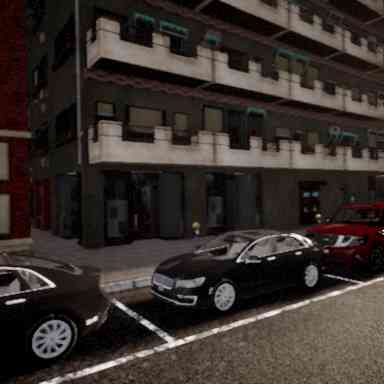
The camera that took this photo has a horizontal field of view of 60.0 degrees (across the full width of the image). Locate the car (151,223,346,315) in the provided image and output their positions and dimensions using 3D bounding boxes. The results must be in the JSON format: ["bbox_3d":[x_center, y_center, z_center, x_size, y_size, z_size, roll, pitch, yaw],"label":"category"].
[{"bbox_3d":[1.207,1.548,7.435,4.403,1.369,2.008,0,-1,-35],"label":"car"}]

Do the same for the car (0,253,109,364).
[{"bbox_3d":[-3.290,1.552,4.229,4.403,1.369,2.008,0,-1,-35],"label":"car"}]

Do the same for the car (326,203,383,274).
[{"bbox_3d":[5.702,1.308,10.646,5.009,1.841,2.192,0,-1,-35],"label":"car"}]
